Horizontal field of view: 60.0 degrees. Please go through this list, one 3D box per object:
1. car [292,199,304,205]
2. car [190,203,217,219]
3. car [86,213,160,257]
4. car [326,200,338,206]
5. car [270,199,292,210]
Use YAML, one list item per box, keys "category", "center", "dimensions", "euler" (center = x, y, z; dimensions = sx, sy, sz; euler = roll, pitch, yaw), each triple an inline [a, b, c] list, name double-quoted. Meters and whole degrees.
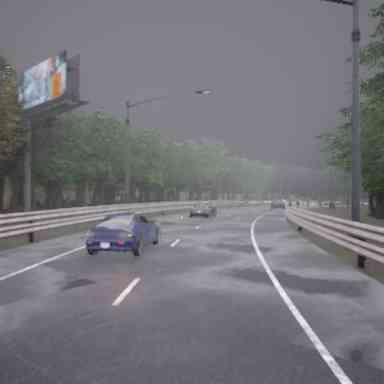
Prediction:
- category: "car"
  center: [21.373, 2.191, 68.212]
  dimensions: [2.128, 1.511, 4.902]
  euler: [0, -1, 37]
- category: "car"
  center: [1.159, 1.752, 31.928]
  dimensions: [1.994, 1.385, 4.181]
  euler: [0, -1, 15]
- category: "car"
  center: [-2.517, 1.532, 12.874]
  dimensions: [1.812, 1.442, 4.674]
  euler: [0, 0, 6]
- category: "car"
  center: [35.838, 2.779, 85.326]
  dimensions: [4.892, 1.490, 1.837]
  euler: [2, -2, -44]
- category: "car"
  center: [13.902, 1.876, 52.680]
  dimensions: [2.097, 1.767, 4.553]
  euler: [0, -1, 27]
